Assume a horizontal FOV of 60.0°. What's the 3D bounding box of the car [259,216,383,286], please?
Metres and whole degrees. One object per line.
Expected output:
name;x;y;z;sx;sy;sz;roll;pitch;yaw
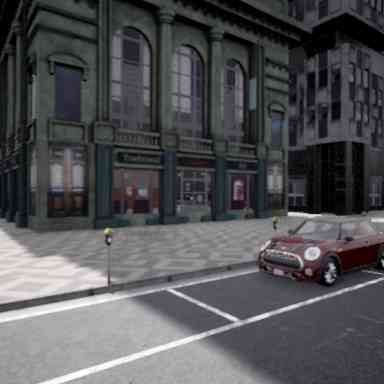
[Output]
car;3.757;1.443;9.327;4.097;1.590;1.967;0;0;-36
